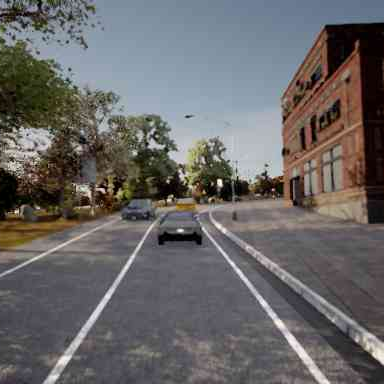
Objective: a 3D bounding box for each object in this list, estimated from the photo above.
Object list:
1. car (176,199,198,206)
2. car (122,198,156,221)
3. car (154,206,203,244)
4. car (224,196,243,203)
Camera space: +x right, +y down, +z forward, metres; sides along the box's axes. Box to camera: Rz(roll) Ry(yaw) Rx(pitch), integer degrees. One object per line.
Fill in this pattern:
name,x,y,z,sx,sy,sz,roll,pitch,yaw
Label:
car,-0.479,1.403,33.691,1.882,1.535,5.008,-1,0,5
car,-4.217,1.332,26.842,2.097,1.767,4.553,0,0,2
car,-0.582,1.570,15.839,1.994,1.385,4.181,0,0,-3
car,8.140,1.381,65.704,1.895,1.301,4.718,-4,-2,36
